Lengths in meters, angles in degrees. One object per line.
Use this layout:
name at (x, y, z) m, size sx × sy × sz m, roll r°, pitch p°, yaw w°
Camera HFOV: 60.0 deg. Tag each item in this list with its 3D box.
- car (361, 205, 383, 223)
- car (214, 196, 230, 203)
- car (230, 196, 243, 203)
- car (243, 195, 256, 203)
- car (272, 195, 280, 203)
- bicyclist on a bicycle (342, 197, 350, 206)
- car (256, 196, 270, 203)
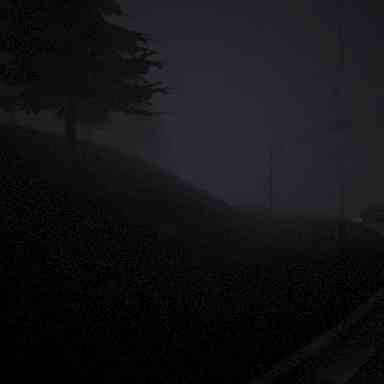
car at (15.527, 1.790, 27.392) m, size 1.994 × 1.385 × 4.181 m, roll 0°, pitch 0°, yaw 9°
car at (7.471, 2.114, 85.197) m, size 1.837 × 1.490 × 4.892 m, roll 0°, pitch 0°, yaw -11°
car at (10.839, 2.175, 86.222) m, size 2.033 × 1.411 × 5.357 m, roll 0°, pitch 0°, yaw -11°
car at (14.190, 1.867, 87.345) m, size 2.150 × 2.045 × 5.566 m, roll 0°, pitch 0°, yaw -11°
car at (21.223, 1.885, 87.825) m, size 2.150 × 2.045 × 5.566 m, roll 0°, pitch 0°, yaw -11°
bicyclist on a bicycle at (29.788, 1.818, 64.372) m, size 1.656 × 1.620 × 0.582 m, roll 0°, pitch 0°, yaw -11°
car at (17.789, 2.188, 87.144) m, size 2.033 × 1.411 × 5.357 m, roll 0°, pitch 0°, yaw -11°
